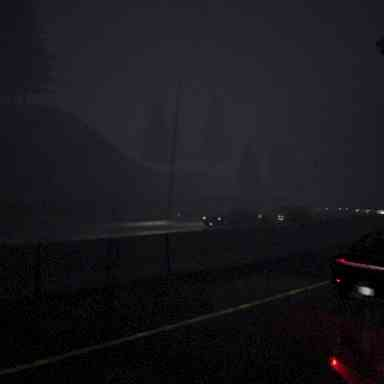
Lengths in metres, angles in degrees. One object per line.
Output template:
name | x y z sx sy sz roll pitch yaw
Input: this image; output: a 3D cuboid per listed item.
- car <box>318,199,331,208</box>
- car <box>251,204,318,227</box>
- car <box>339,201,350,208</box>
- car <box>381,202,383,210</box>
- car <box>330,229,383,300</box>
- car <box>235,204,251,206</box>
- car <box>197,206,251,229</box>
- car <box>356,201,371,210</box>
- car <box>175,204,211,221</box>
car | 25.695 2.199 64.534 2.097 1.767 4.553 0 -1 28
car | 6.514 1.656 23.101 4.553 1.767 2.097 1 -1 -43
car | 29.458 2.386 64.182 2.033 1.411 5.357 0 -1 28
car | 32.895 2.349 55.928 1.895 1.301 4.718 0 -1 31
car | 5.035 1.596 7.562 4.902 1.511 2.128 1 -1 -39
car | 4.679 1.894 30.997 4.902 1.511 2.128 1 -1 -45
car | 2.943 1.919 24.504 4.718 1.301 1.895 1 -1 -42
car | 29.665 2.260 57.372 1.837 1.490 4.892 0 -1 31
car | 0.568 1.901 31.883 4.902 1.511 2.128 1 -1 -44
